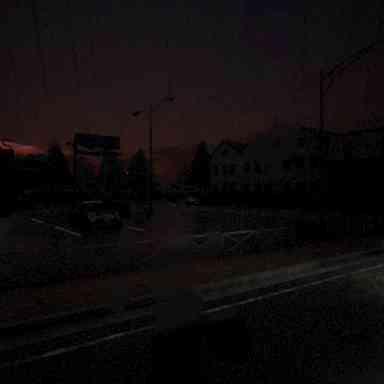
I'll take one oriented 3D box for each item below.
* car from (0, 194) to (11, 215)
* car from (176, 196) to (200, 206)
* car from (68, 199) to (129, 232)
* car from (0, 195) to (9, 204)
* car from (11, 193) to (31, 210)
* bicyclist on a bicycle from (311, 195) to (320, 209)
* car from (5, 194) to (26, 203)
[{"bbox_3d":[-17.864,1.113,29.885,1.932,1.855,4.605,0,0,-36],"label":"car"},{"bbox_3d":[-0.586,1.349,50.252,1.812,1.442,4.674,0,0,-35],"label":"car"},{"bbox_3d":[-5.261,1.248,17.929,1.970,1.475,3.806,0,0,-36],"label":"car"},{"bbox_3d":[-39.139,1.495,66.149,4.611,1.667,2.242,0,0,-36],"label":"car"},{"bbox_3d":[-19.776,1.092,38.195,1.905,1.878,3.866,0,0,-36],"label":"car"},{"bbox_3d":[13.719,1.124,36.870,1.656,1.620,0.582,0,0,-35],"label":"bicyclist on a bicycle"},{"bbox_3d":[-38.912,1.328,73.278,3.866,1.878,1.905,0,0,-36],"label":"car"}]
